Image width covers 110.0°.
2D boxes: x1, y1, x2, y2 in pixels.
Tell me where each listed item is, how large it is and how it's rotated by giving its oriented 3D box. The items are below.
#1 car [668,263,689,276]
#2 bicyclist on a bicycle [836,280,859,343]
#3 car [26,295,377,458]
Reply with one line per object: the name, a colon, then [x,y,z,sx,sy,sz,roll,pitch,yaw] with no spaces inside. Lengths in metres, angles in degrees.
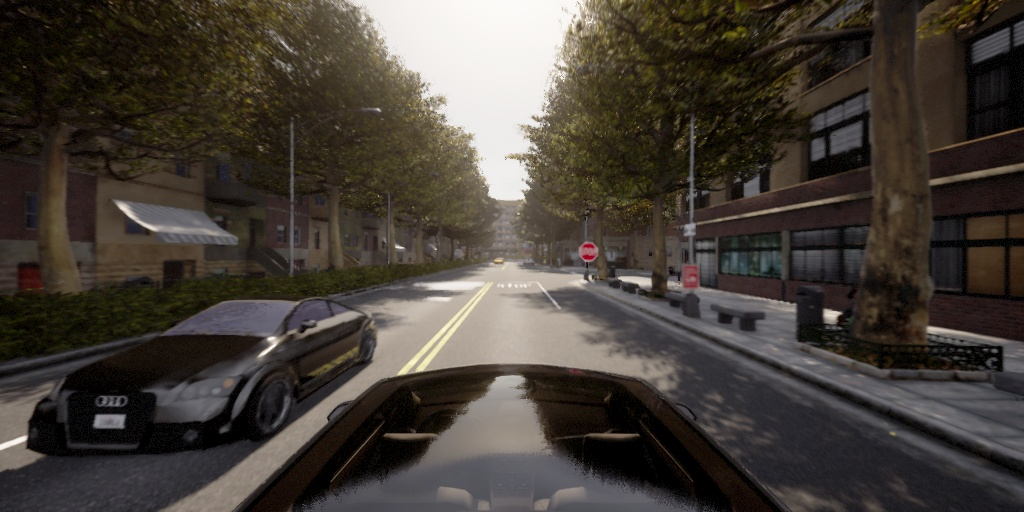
car: [18.932,1.405,38.347,4.181,1.385,1.994,0,0,-1]
bicyclist on a bicycle: [7.189,1.081,7.445,1.620,1.656,0.582,-20,29,-37]
car: [-3.582,1.293,5.200,1.994,1.385,4.181,0,0,1]
